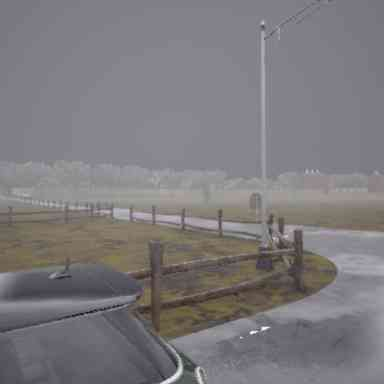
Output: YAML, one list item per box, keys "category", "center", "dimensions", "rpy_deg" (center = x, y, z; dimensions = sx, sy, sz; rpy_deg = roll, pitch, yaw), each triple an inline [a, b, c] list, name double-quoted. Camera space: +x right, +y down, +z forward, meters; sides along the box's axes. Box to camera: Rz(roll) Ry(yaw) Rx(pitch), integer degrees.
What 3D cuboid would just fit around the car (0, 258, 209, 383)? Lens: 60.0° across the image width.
- category: "car"
  center: [-2.025, 1.348, 1.504]
  dimensions: [4.553, 1.767, 2.097]
  rpy_deg: [0, 0, -36]
